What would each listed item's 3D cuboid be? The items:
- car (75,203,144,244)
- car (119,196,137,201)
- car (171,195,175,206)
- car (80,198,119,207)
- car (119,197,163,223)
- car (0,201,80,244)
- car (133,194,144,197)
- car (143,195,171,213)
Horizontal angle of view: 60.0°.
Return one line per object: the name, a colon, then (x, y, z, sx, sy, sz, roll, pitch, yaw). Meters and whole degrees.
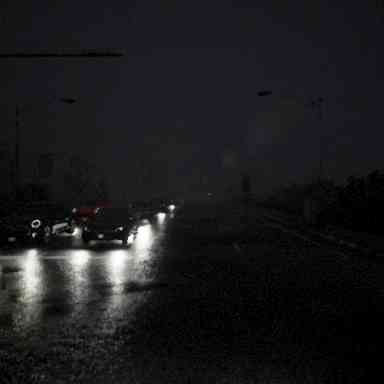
car: (-3.594, 1.443, 15.355, 1.812, 1.442, 4.674, 0, 0, -1)
car: (-7.091, 1.386, 33.162, 1.994, 1.385, 4.181, 0, 0, 0)
car: (-3.527, 1.244, 49.338, 1.837, 1.490, 4.892, 0, 0, 0)
car: (-7.102, 1.222, 24.274, 2.097, 1.767, 4.553, 0, 0, 0)
car: (-3.602, 1.360, 24.507, 2.128, 1.511, 4.902, 0, 0, 0)
car: (-7.101, 1.269, 15.346, 2.097, 1.767, 4.553, 0, 0, 0)
car: (-7.079, 1.120, 43.457, 2.097, 1.767, 4.553, 0, 0, 0)
car: (-3.584, 1.319, 34.593, 1.837, 1.490, 4.892, 0, 1, 0)
